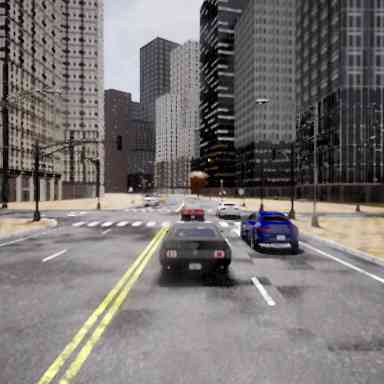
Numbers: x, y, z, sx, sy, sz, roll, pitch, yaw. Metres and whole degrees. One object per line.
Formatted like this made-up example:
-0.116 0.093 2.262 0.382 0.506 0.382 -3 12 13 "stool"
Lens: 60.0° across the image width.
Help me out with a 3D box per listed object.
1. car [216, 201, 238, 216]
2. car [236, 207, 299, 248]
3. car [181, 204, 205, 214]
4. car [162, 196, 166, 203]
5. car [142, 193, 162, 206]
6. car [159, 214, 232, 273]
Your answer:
3.306 1.594 30.900 1.812 1.442 4.674 0 0 0 "car"
3.321 1.545 14.745 1.812 1.442 4.674 0 0 0 "car"
0.064 1.658 28.302 1.895 1.301 4.718 0 0 0 "car"
-6.617 1.507 69.710 1.882 1.535 5.008 0 0 0 "car"
-6.646 1.260 54.226 2.150 2.045 5.566 0 0 0 "car"
0.084 1.616 10.692 1.895 1.301 4.718 0 0 0 "car"
